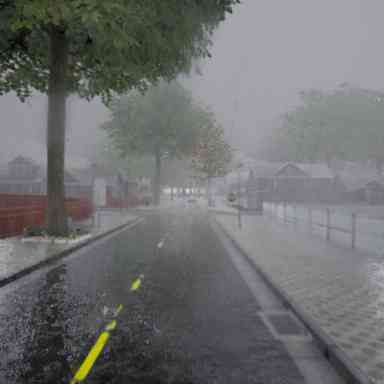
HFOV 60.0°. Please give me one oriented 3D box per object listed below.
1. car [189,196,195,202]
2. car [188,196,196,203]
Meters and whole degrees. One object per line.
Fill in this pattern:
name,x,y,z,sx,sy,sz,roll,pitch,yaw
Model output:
car,-0.021,1.853,90.733,1.812,1.442,4.674,0,0,0
car,-0.019,1.987,80.725,1.994,1.385,4.181,0,0,0
